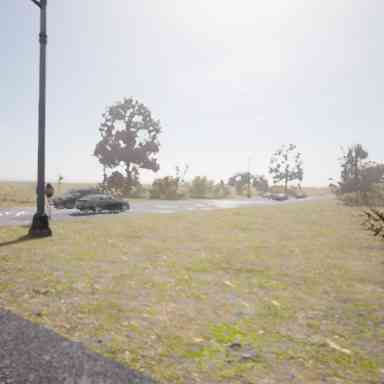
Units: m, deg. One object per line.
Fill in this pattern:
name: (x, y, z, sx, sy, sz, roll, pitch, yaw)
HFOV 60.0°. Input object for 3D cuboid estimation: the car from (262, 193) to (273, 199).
car: (18.160, 0.934, 78.518, 2.128, 1.511, 4.902, 2, 1, 34)

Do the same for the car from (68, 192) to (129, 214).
car: (-7.351, 0.994, 27.852, 2.128, 1.511, 4.902, 2, 1, 34)

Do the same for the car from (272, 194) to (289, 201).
car: (18.495, 1.124, 68.298, 1.994, 1.385, 4.181, 2, 1, 27)

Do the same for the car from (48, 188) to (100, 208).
car: (-11.715, 0.643, 33.923, 2.150, 2.045, 5.566, 2, 2, 34)

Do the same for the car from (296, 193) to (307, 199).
car: (28.908, 1.073, 88.084, 1.994, 1.385, 4.181, 2, 1, 34)
